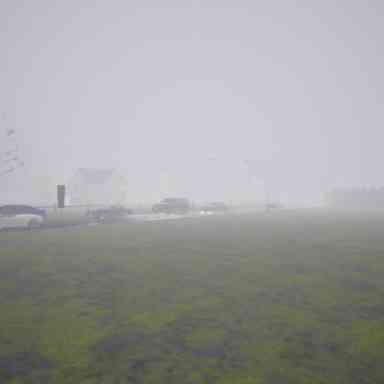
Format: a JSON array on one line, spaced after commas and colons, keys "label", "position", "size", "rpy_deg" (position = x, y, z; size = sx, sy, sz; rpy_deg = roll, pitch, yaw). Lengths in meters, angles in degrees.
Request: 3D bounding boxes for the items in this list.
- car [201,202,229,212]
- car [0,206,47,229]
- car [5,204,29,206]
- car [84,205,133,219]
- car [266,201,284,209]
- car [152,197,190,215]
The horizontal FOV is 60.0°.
[{"label": "car", "position": [3.541, 2.137, 49.037], "size": [2.033, 1.411, 5.357], "rpy_deg": [1, 0, 36]}, {"label": "car", "position": [-12.252, 1.798, 21.612], "size": [1.895, 1.301, 4.718], "rpy_deg": [1, 0, 36]}, {"label": "car", "position": [-13.548, 1.670, 25.098], "size": [1.882, 1.535, 5.008], "rpy_deg": [1, 0, 35]}, {"label": "car", "position": [-8.133, 1.922, 32.709], "size": [1.895, 1.301, 4.718], "rpy_deg": [1, 0, 36]}, {"label": "car", "position": [15.094, 2.388, 60.251], "size": [1.994, 1.385, 4.181], "rpy_deg": [1, 0, 35]}, {"label": "car", "position": [-2.472, 1.675, 40.644], "size": [2.150, 2.045, 5.566], "rpy_deg": [1, 0, 36]}]
